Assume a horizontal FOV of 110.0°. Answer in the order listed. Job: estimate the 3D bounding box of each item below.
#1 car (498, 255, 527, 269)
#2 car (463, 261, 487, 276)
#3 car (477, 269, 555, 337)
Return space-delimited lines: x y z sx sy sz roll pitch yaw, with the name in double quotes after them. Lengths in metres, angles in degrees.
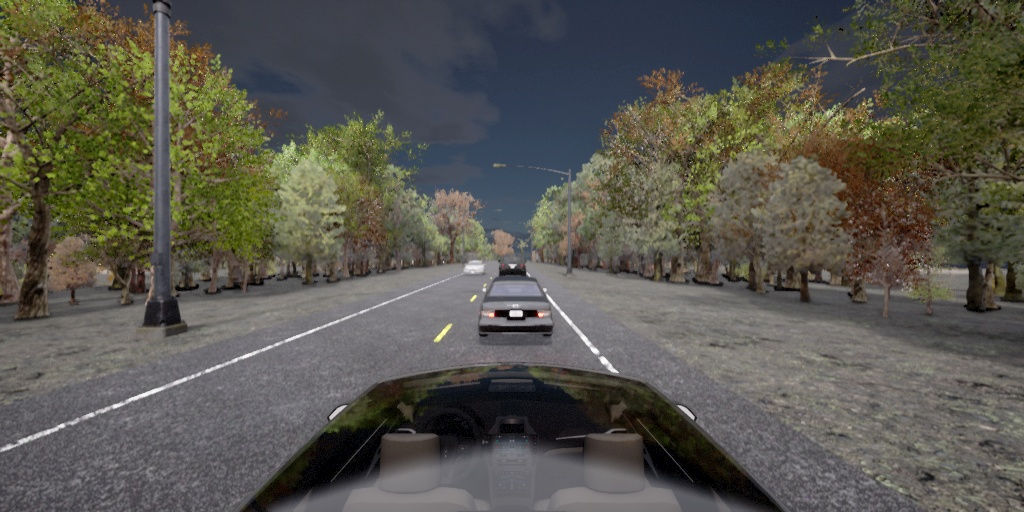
0.042 0.908 29.291 2.150 2.045 5.566 0 0 0 "car"
-3.669 1.197 35.786 1.812 1.442 4.674 0 0 0 "car"
0.082 1.278 10.203 2.033 1.411 5.357 0 0 0 "car"
